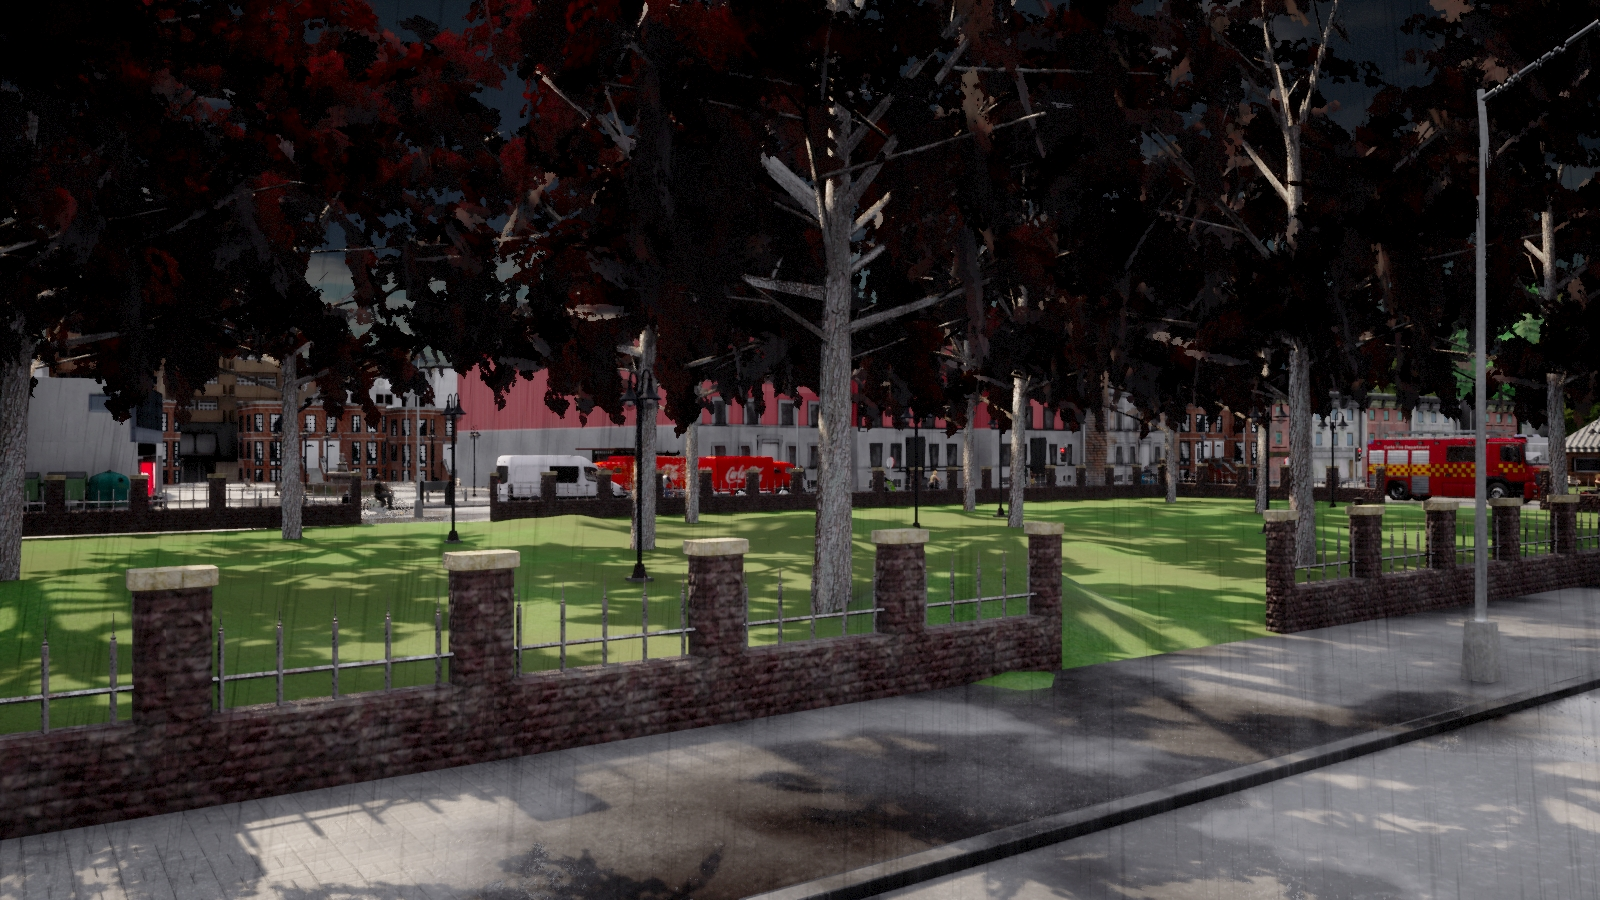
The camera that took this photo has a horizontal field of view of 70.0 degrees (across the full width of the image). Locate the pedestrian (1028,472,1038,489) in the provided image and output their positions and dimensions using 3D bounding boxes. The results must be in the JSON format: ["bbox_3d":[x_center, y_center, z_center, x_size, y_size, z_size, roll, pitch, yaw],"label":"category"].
[{"bbox_3d":[15.278,1.986,74.939,0.500,1.100,0.500,0,0,-20],"label":"pedestrian"}]

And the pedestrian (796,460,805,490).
[{"bbox_3d":[0.013,1.510,69.465,0.375,1.860,0.375,0,0,42],"label":"pedestrian"}]

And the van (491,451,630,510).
[{"bbox_3d":[-10.854,1.306,52.106,5.915,2.561,1.988,0,0,-35],"label":"van"}]

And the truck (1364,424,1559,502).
[{"bbox_3d":[34.631,0.645,60.204,2.891,3.827,8.468,0,0,-34],"label":"truck"}]

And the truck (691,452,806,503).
[{"bbox_3d":[-2.582,1.335,57.891,5.204,2.467,2.627,0,0,-35],"label":"truck"}]
